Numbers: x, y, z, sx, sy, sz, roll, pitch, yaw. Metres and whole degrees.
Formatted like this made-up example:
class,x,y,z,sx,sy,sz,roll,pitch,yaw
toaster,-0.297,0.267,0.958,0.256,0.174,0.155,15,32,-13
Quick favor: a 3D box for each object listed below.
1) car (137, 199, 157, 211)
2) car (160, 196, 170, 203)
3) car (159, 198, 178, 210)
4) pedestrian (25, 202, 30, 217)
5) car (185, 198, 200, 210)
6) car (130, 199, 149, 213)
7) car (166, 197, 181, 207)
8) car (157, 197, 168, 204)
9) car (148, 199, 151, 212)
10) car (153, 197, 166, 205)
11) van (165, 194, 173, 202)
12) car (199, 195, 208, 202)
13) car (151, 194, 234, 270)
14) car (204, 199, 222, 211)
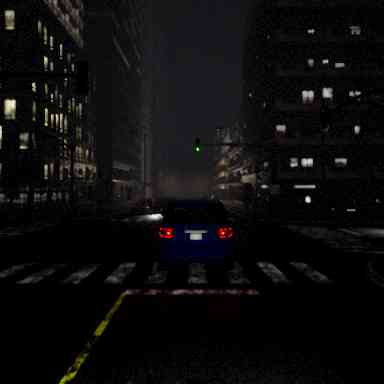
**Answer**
class,x,y,z,sx,sy,sz,roll,pitch,yaw
car,-5.705,1.601,42.558,1.947,1.339,4.313,-1,0,0
car,-5.708,1.605,70.830,1.887,1.381,4.507,-1,0,0
car,-3.065,1.584,44.403,2.033,1.411,5.357,0,0,0
pedestrian,-12.550,1.330,25.426,0.500,1.100,0.500,0,0,1
car,0.096,1.561,43.342,1.812,1.442,4.674,0,0,0
car,-5.705,1.555,36.733,1.752,1.417,4.829,-1,0,0
car,-3.003,1.537,54.542,2.128,1.511,4.902,0,0,0
car,-5.707,1.637,65.176,1.802,1.307,4.206,-1,0,0
car,-3.094,1.592,35.029,1.994,1.385,4.181,0,0,0
car,-5.707,1.595,59.521,1.887,1.381,4.507,-1,0,0
van,-5.712,1.412,82.140,1.690,1.788,3.998,-1,0,0
car,2.670,1.505,76.487,1.967,1.590,4.097,-1,0,0
car,0.098,1.231,11.163,2.150,2.045,5.566,0,0,0
car,2.675,1.586,42.559,2.008,1.369,4.403,-1,0,0
